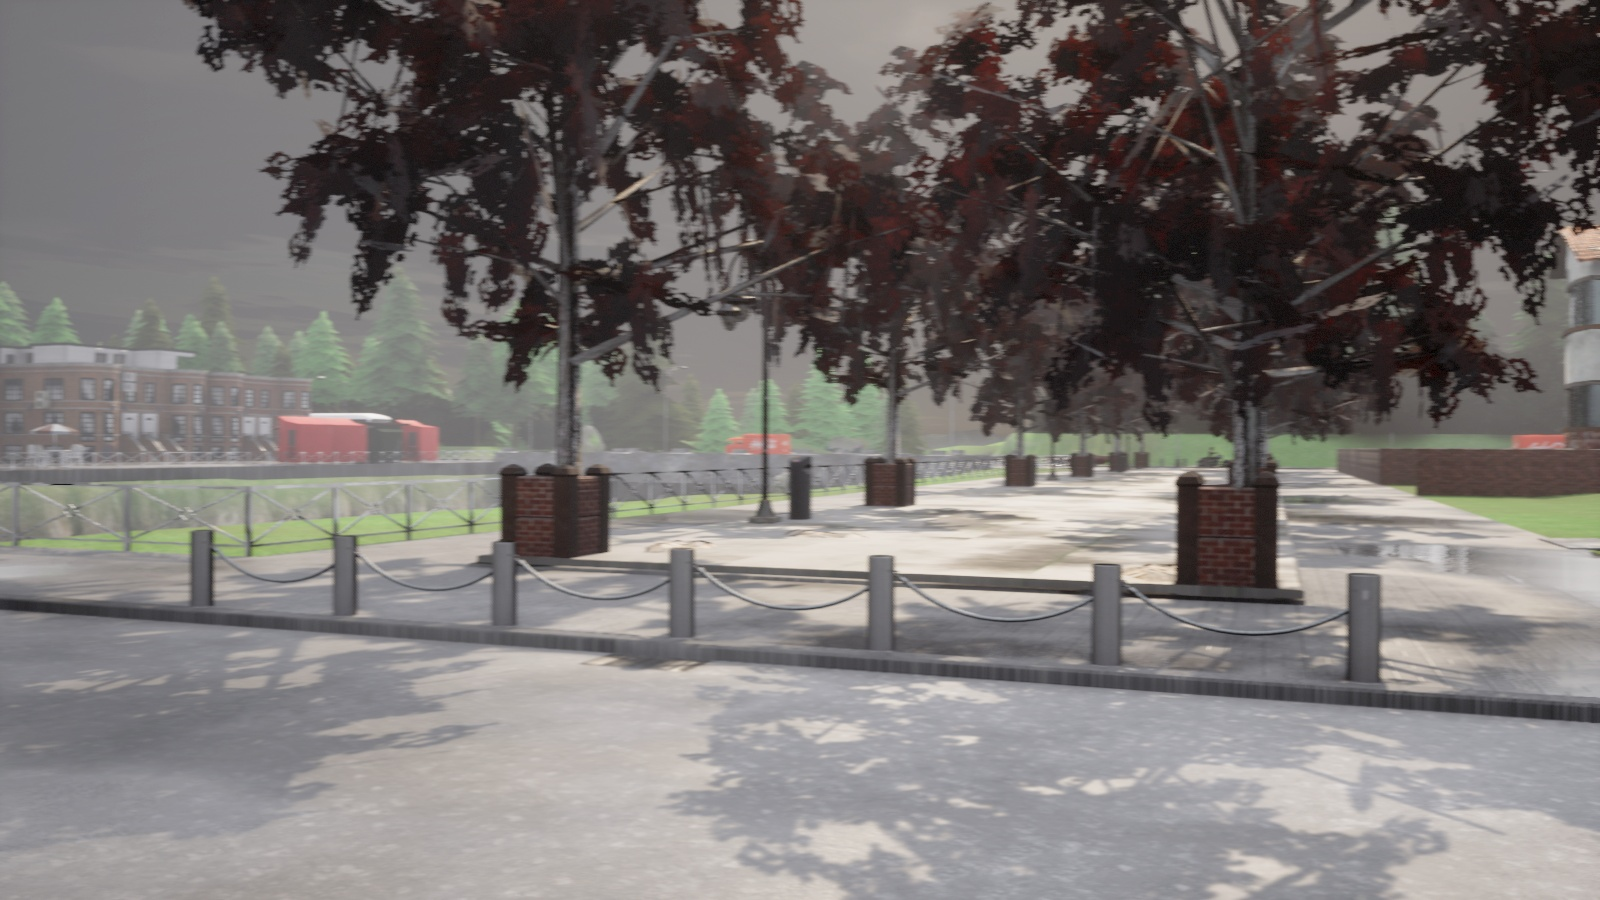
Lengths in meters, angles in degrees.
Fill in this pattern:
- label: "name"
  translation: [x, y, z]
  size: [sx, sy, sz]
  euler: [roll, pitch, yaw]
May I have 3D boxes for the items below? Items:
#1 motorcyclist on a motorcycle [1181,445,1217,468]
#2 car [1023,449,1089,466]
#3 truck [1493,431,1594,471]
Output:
- label: "motorcyclist on a motorcycle"
  translation: [27.962, 0.449, 88.002]
  size: [2.350, 1.649, 0.766]
  euler: [0, 0, 20]
- label: "car"
  translation: [19.420, 0.566, 95.332]
  size: [4.718, 1.301, 1.895]
  euler: [0, 0, 20]
- label: "truck"
  translation: [47.769, 0.057, 80.862]
  size: [5.204, 2.467, 2.627]
  euler: [0, 0, 20]
